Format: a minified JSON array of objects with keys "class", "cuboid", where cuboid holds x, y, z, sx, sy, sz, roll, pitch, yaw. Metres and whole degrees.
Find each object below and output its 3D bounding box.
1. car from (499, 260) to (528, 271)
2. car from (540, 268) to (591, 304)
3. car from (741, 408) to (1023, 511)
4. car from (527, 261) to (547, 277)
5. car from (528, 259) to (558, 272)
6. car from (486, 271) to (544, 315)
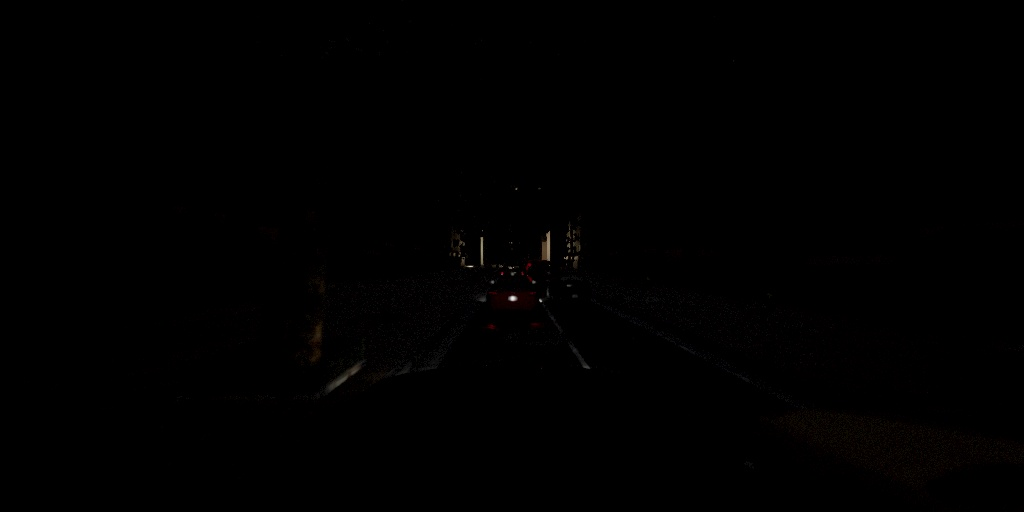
[{"class":"car","cuboid":[0.050,1.407,29.179,2.097,1.767,4.553,0,-1,1]},{"class":"car","cuboid":[2.643,1.479,17.279,2.007,1.370,4.403,0,0,0]},{"class":"car","cuboid":[2.638,1.263,0.825,1.751,1.417,4.829,0,0,0]},{"class":"car","cuboid":[3.000,1.560,43.483,2.097,1.767,4.553,0,-1,0]},{"class":"car","cuboid":[2.646,1.362,28.360,2.192,1.841,5.009,0,0,0]},{"class":"car","cuboid":[0.049,1.462,14.446,1.994,1.385,4.181,0,-1,1]}]
